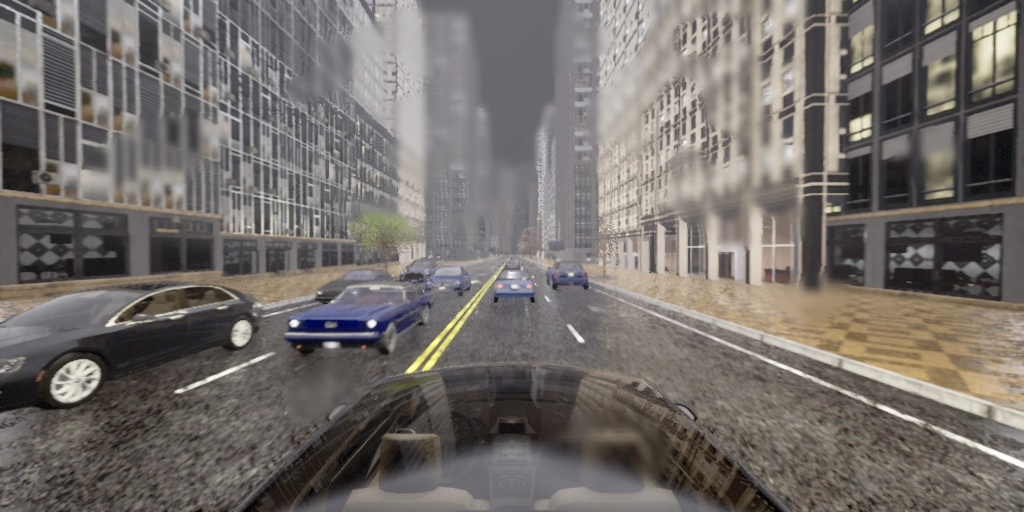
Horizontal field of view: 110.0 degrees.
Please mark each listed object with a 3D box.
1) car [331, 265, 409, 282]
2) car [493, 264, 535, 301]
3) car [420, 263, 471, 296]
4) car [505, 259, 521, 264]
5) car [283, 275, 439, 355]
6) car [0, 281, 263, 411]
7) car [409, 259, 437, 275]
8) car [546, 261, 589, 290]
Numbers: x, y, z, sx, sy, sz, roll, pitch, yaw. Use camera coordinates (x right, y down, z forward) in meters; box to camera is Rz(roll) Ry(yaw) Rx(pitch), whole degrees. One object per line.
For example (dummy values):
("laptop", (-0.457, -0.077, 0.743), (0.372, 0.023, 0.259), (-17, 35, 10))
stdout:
("car", (-6.537, 1.268, 15.979), (2.033, 1.411, 5.357), (0, 0, 0))
("car", (0.098, 1.267, 16.923), (2.033, 1.411, 5.357), (0, 0, 0))
("car", (-3.255, 1.240, 19.042), (1.812, 1.442, 4.674), (0, 0, 0))
("car", (0.079, 1.149, 43.739), (2.128, 1.511, 4.902), (0, 0, 0))
("car", (-3.329, 1.336, 8.828), (1.895, 1.301, 4.718), (0, 0, 0))
("car", (-6.588, 1.245, 6.175), (1.837, 1.490, 4.892), (0, 0, 0))
("car", (-6.507, 1.051, 26.113), (2.097, 1.767, 4.553), (0, 0, 0))
("car", (3.347, 1.060, 22.444), (2.097, 1.767, 4.553), (0, 0, 0))
